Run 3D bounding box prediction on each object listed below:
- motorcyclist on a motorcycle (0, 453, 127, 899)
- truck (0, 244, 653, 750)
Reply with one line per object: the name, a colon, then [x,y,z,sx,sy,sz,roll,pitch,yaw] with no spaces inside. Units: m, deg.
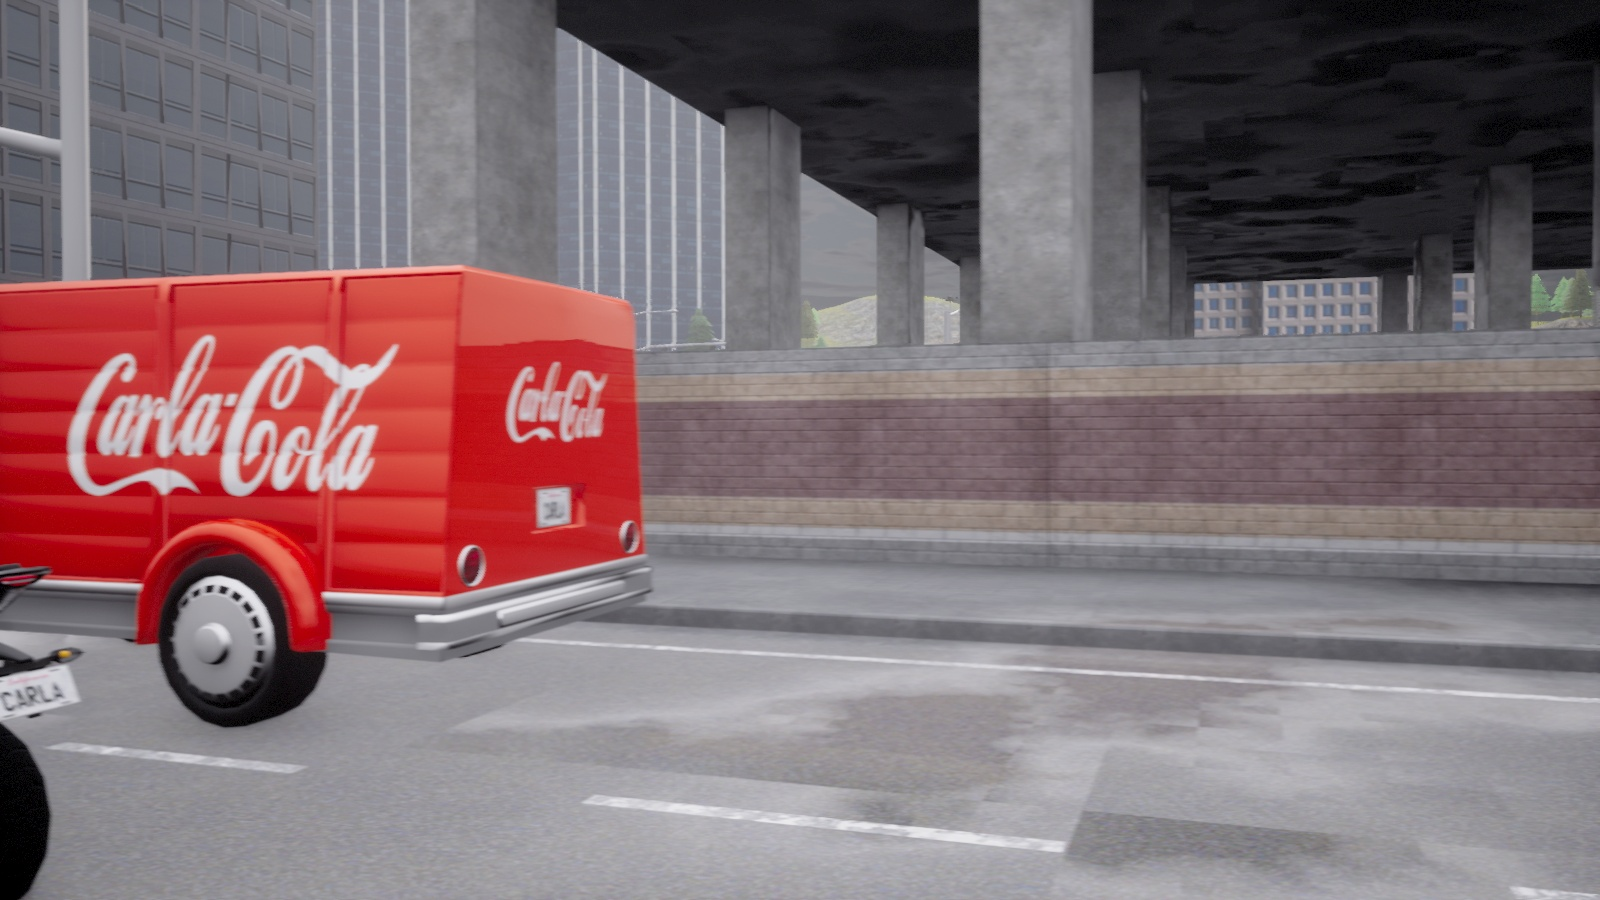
motorcyclist on a motorcycle: [-3.569,0.778,4.395,2.191,1.530,0.866,1,1,19]
truck: [-3.896,0.194,8.191,5.204,2.467,2.627,1,1,19]
